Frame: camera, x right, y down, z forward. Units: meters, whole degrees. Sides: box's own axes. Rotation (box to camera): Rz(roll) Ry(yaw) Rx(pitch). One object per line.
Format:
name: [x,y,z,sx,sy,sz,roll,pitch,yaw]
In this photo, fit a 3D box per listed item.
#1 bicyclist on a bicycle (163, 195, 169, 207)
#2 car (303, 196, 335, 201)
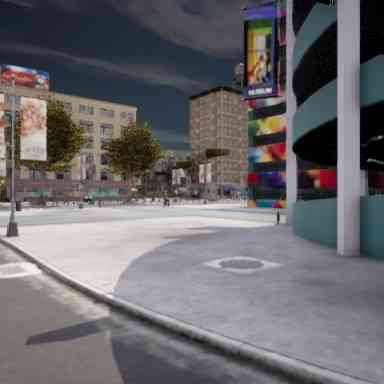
bicyclist on a bicycle: [-3.577,1.276,45.652,0.582,1.620,1.656,0,0,-39]
car: [15.310,1.289,40.811,4.674,1.452,2.002,0,0,-39]
